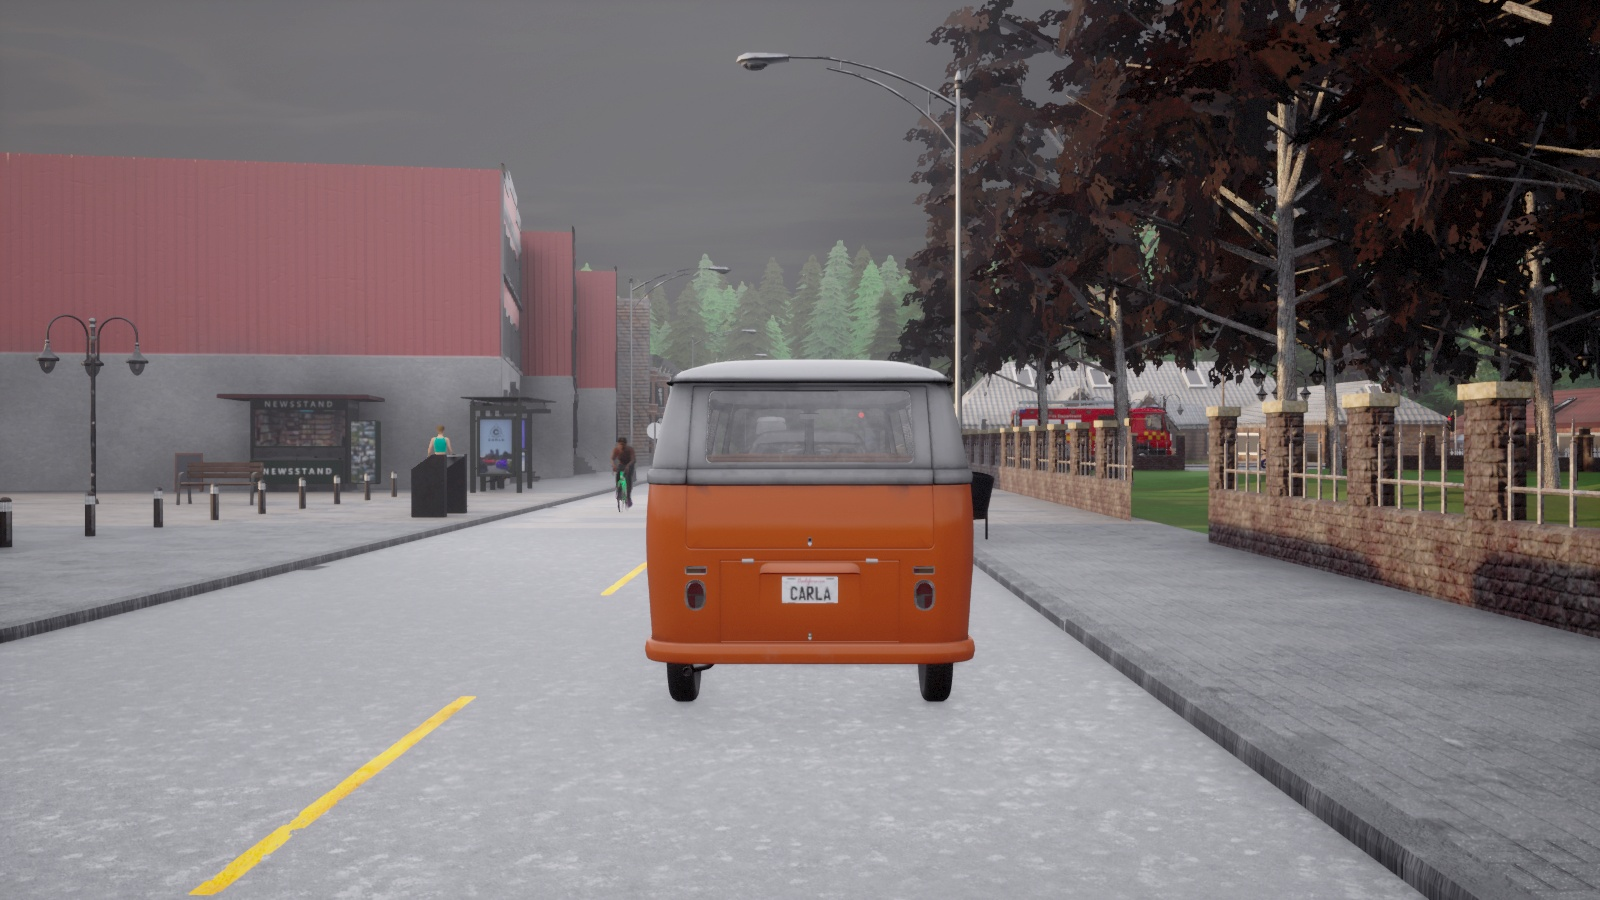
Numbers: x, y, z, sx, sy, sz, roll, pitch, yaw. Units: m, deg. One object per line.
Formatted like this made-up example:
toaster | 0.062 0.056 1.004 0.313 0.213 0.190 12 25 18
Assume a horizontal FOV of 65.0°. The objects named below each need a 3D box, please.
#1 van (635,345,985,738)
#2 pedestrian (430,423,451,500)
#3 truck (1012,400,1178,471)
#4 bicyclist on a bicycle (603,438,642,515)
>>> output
van | 0.064 0.451 8.585 1.775 1.987 4.442 0 0 0
pedestrian | -8.661 0.274 30.250 0.345 1.836 0.594 0 0 0
truck | 16.223 -0.797 69.380 8.468 3.827 2.891 0 0 -1
bicyclist on a bicycle | -3.809 0.544 27.012 0.582 1.620 1.656 0 1 0
